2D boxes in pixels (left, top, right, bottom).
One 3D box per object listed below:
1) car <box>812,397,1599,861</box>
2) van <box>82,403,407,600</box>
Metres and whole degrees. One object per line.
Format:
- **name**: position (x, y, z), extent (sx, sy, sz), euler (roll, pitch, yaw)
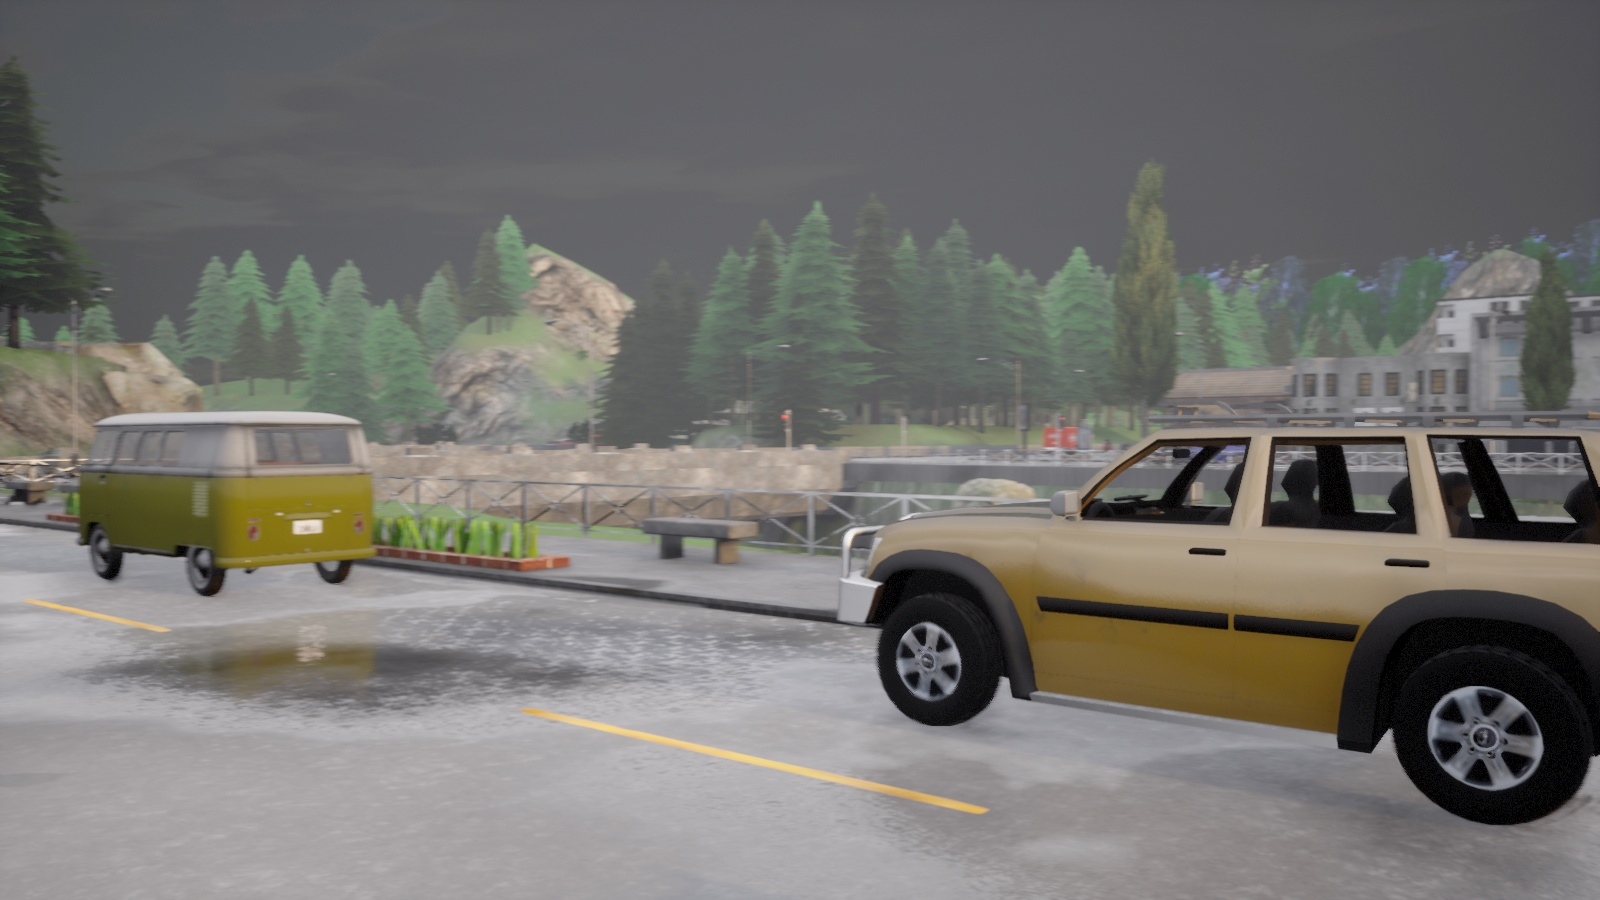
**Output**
- **car**: position (2.451, 0.692, 6.935), extent (4.605, 1.855, 1.932), euler (1, 1, 41)
- **van**: position (-6.658, 0.490, 14.808), extent (4.442, 1.987, 1.775), euler (1, 1, 41)
